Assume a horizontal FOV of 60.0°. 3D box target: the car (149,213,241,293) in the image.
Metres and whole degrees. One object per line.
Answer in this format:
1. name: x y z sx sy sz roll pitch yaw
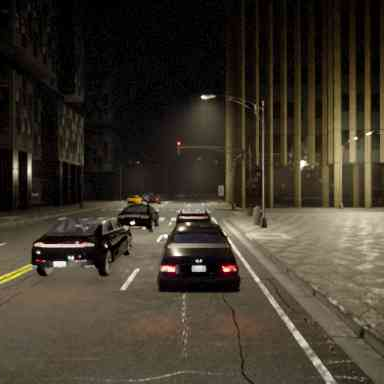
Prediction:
1. car: 0.145 1.539 8.980 2.033 1.411 5.357 0 0 0

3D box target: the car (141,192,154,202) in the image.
1. car: -9.387 1.011 70.533 2.150 2.045 5.566 0 0 0

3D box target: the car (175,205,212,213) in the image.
1. car: 0.095 1.465 18.724 2.128 1.511 4.902 0 0 0

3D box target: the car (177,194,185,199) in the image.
1. car: -2.795 1.137 87.593 1.895 1.301 4.718 0 0 0

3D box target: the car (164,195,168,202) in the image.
1. car: -6.138 1.339 70.260 1.994 1.385 4.181 0 0 0

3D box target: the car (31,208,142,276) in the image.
1. car: -3.099 1.481 10.255 2.128 1.511 4.902 0 0 0

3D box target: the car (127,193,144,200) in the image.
1. car: -9.550 1.332 55.173 1.882 1.535 5.008 0 0 0

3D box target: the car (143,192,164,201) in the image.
1. car: -6.302 1.206 55.060 2.097 1.767 4.553 0 0 0

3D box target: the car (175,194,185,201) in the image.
1. car: -2.850 1.273 77.142 2.128 1.511 4.902 0 0 0

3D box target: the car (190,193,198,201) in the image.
1. car: 0.400 1.248 77.124 1.837 1.490 4.892 0 0 0

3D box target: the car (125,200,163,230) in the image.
1. car: -3.051 1.449 19.631 1.882 1.535 5.008 0 0 0

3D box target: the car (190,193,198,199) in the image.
1. car: 0.455 1.068 87.546 2.128 1.511 4.902 0 0 0
